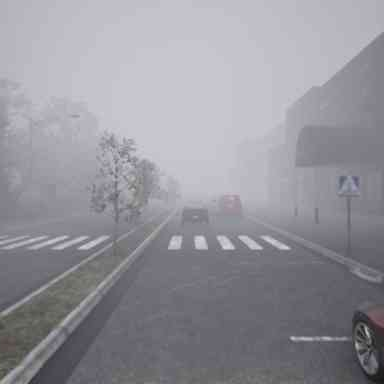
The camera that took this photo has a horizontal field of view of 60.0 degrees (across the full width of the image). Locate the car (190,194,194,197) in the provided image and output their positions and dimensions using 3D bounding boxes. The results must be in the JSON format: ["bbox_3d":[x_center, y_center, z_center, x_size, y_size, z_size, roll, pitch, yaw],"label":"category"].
[{"bbox_3d":[1.342,1.438,85.763,2.231,1.521,4.892,0,0,-5],"label":"car"}]

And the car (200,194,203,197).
[{"bbox_3d":[3.095,1.515,58.045,2.163,1.488,4.792,0,0,-1],"label":"car"}]

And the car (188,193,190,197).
[{"bbox_3d":[0.773,1.421,91.296,2.097,1.535,5.008,0,0,-6],"label":"car"}]

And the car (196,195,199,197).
[{"bbox_3d":[2.620,1.501,69.166,2.163,1.488,4.792,0,0,-3],"label":"car"}]

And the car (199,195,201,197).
[{"bbox_3d":[2.885,1.519,63.569,2.002,1.452,4.674,0,0,-2],"label":"car"}]

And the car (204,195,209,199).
[{"bbox_3d":[3.320,1.369,46.739,2.185,1.767,4.553,1,0,0],"label":"car"}]

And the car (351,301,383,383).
[{"bbox_3d":[3.051,1.516,2.429,2.163,1.488,4.792,0,0,0],"label":"car"}]

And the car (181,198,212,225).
[{"bbox_3d":[0.236,1.492,24.383,1.882,1.535,5.008,0,0,0],"label":"car"}]

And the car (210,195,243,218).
[{"bbox_3d":[3.221,1.247,30.154,2.435,2.045,5.566,0,0,0],"label":"car"}]

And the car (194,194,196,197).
[{"bbox_3d":[2.267,1.336,74.655,2.185,1.767,4.553,0,0,-4],"label":"car"}]
